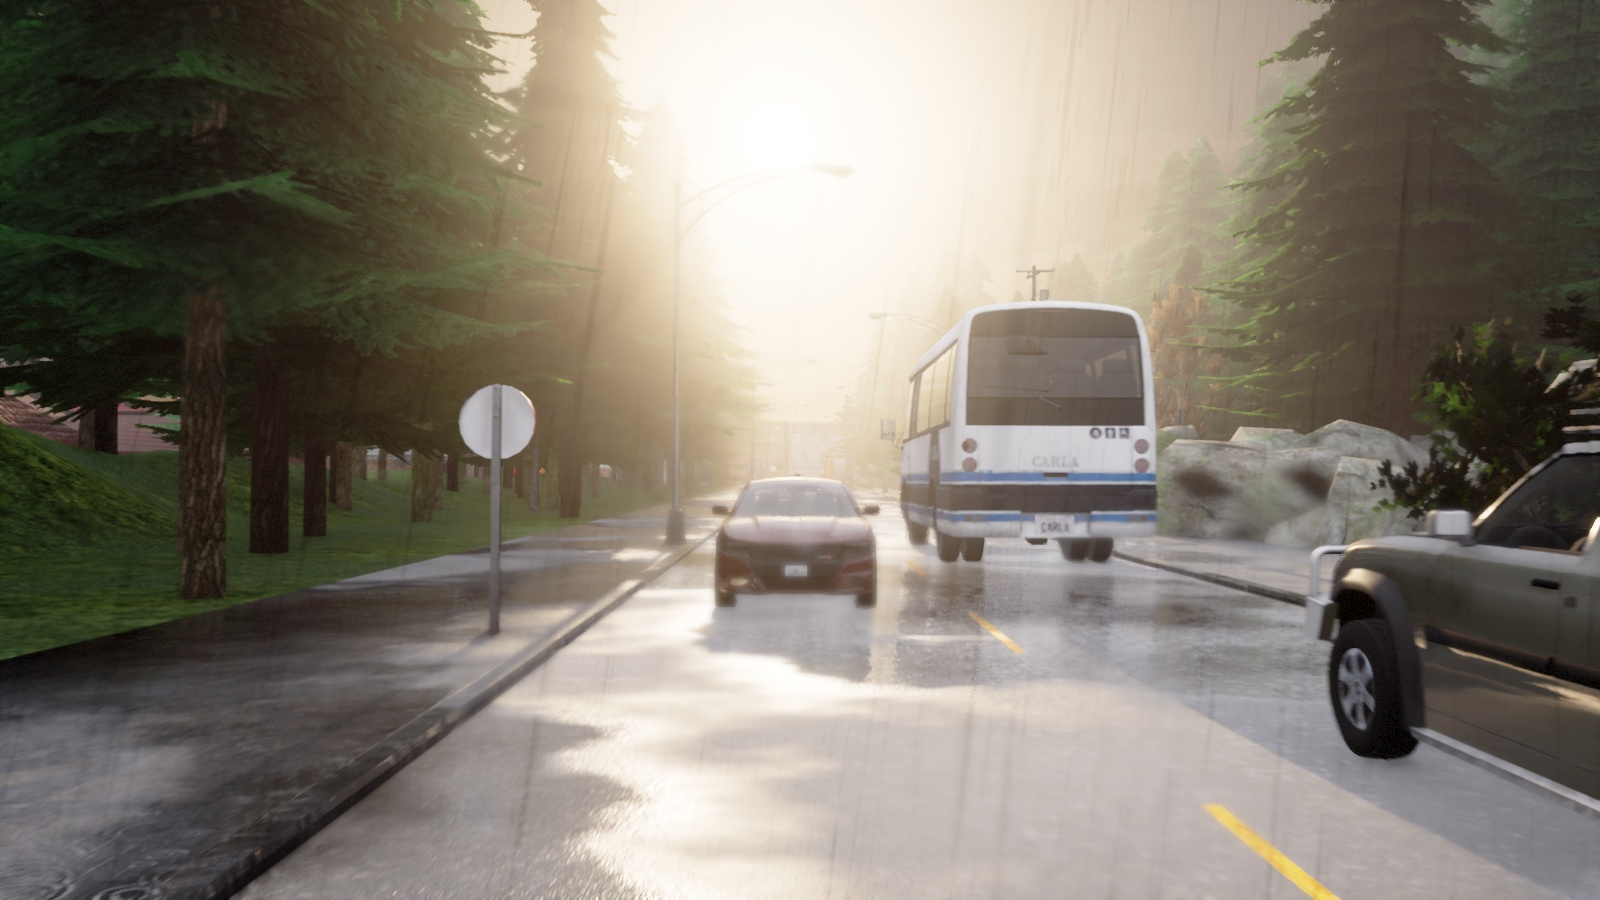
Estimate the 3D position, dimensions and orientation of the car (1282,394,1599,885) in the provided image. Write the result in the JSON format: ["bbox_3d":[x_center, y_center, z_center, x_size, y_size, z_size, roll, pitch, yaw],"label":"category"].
[{"bbox_3d":[3.985,0.720,5.536,1.932,1.855,4.605,0,0,0],"label":"car"}]

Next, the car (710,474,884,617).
[{"bbox_3d":[-0.039,1.088,16.171,1.882,1.535,5.008,0,-1,0],"label":"car"}]

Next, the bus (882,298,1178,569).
[{"bbox_3d":[3.944,-0.123,24.900,3.944,4.253,10.273,0,-2,0],"label":"bus"}]
